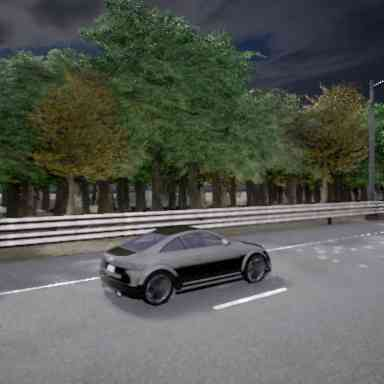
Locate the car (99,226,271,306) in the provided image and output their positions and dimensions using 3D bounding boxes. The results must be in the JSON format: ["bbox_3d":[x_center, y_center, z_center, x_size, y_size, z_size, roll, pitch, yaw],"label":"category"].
[{"bbox_3d":[-0.046,1.525,8.021,4.181,1.385,1.994,-1,0,-36],"label":"car"}]
